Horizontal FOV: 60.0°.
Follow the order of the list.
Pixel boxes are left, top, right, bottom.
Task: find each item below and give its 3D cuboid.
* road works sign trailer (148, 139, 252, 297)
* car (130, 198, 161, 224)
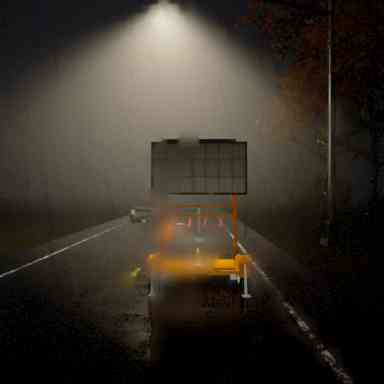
[{"bbox_3d":[0.181,0.462,8.519,2.380,3.560,2.880,0,0,1],"label":"road works sign trailer"},{"bbox_3d":[-3.174,1.343,24.469,2.097,1.767,4.553,0,0,1],"label":"car"}]
